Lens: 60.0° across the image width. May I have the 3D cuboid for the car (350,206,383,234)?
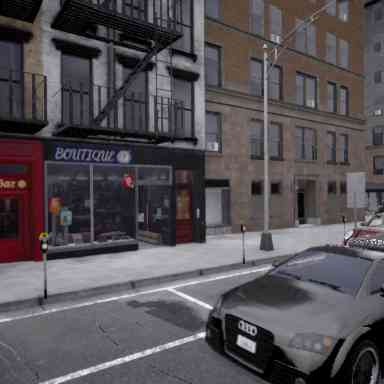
[{"bbox_3d":[7.051,1.441,11.606,4.097,1.590,1.967,0,-1,-36],"label":"car"}]

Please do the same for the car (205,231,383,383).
[{"bbox_3d":[2.245,1.563,4.997,4.181,1.385,1.994,0,0,-36],"label":"car"}]

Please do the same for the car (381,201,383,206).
[{"bbox_3d":[17.304,1.485,26.561,2.097,1.767,4.553,-1,0,-32],"label":"car"}]
